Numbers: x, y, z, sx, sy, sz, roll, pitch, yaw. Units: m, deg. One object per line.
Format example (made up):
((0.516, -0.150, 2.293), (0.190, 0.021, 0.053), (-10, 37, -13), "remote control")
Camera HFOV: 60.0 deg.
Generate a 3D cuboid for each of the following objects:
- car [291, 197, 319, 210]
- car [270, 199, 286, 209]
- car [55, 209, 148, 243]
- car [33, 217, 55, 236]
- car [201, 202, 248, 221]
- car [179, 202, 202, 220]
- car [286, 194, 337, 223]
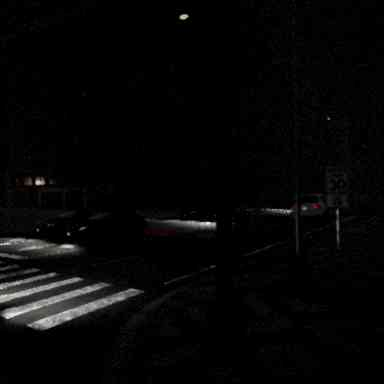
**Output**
((15.076, 1.508, 44.245), (2.128, 1.511, 4.902), (-1, -1, 36), "car")
((12.819, 1.628, 46.663), (2.033, 1.411, 5.357), (-1, -1, 36), "car")
((-4.286, 1.650, 17.171), (1.812, 1.442, 4.674), (-1, -1, 37), "car")
((-6.740, 1.716, 19.348), (1.812, 1.442, 4.674), (-1, -1, 36), "car")
((2.947, 1.646, 27.338), (1.994, 1.385, 4.181), (-1, -1, 35), "car")
((0.737, 1.672, 29.839), (1.812, 1.442, 4.674), (-1, -1, 36), "car")
((9.199, 1.167, 24.758), (2.150, 2.045, 5.566), (-1, -1, 35), "car")
